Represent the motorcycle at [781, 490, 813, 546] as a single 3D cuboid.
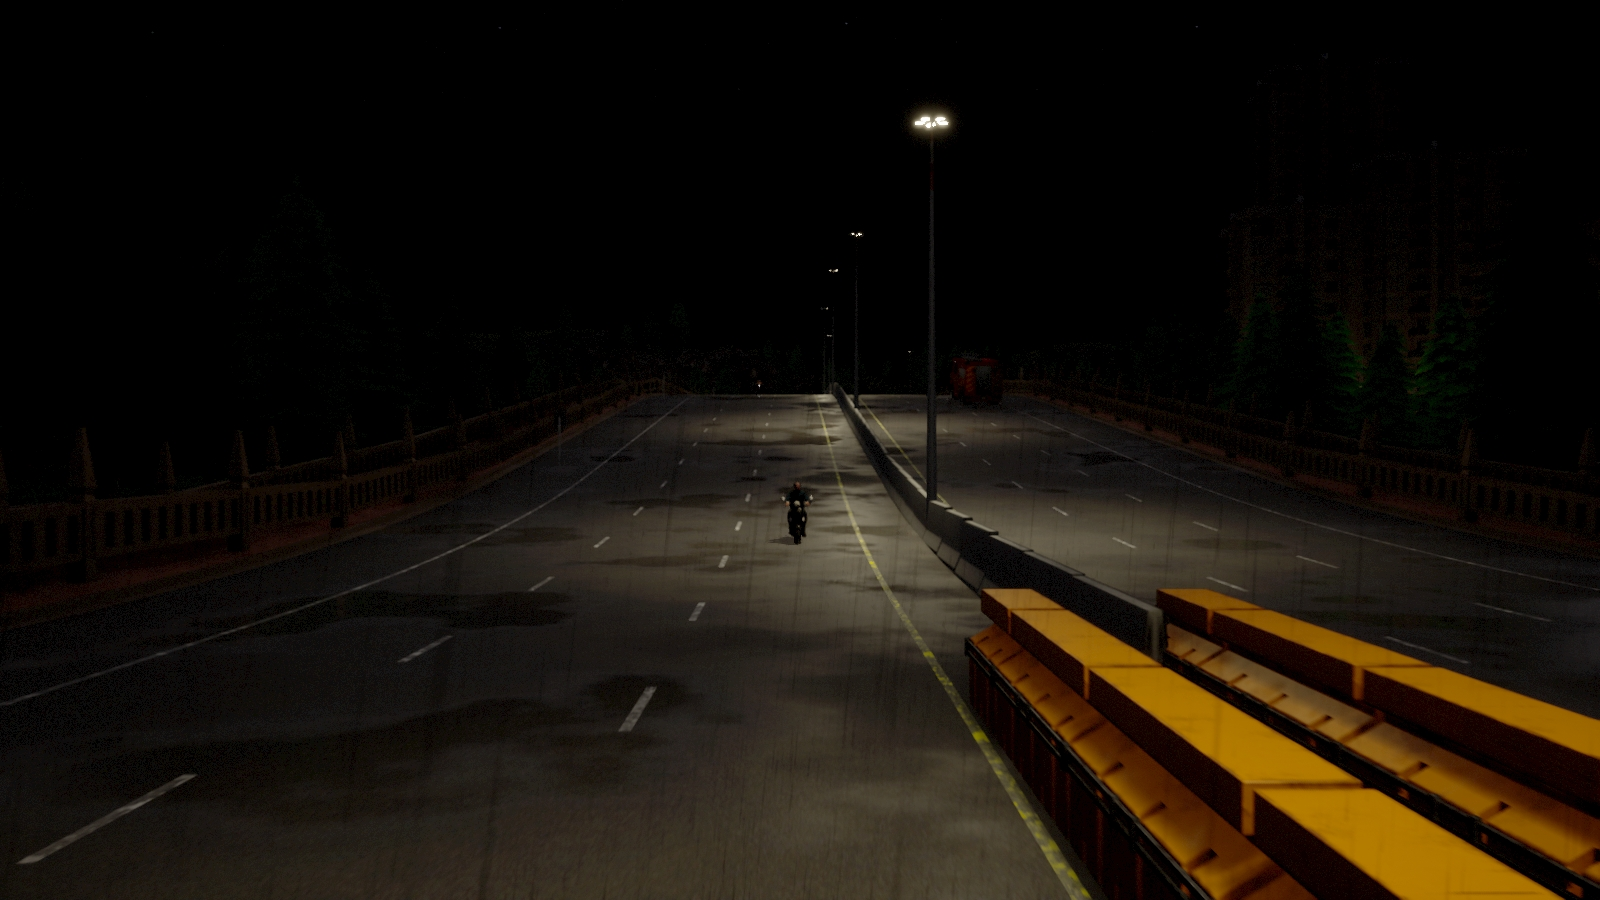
[{"bbox_3d":[-0.078,1.814,30.806,0.856,1.316,1.805,0,3,0],"label":"motorcycle"}]
